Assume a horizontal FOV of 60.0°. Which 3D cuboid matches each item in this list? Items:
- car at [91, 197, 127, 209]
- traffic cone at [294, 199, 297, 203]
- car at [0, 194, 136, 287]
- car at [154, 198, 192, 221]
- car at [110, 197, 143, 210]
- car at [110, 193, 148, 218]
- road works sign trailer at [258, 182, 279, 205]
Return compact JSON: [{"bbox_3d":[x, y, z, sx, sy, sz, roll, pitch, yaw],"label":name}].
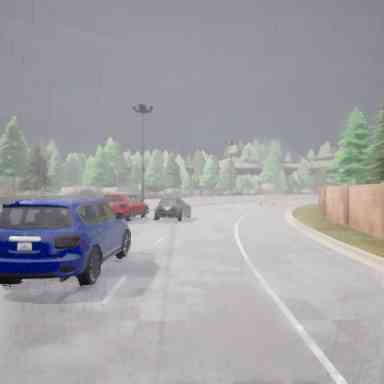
[{"bbox_3d":[-10.946,1.371,44.227,2.033,1.411,5.357,0,0,20],"label":"car"},{"bbox_3d":[19.652,1.704,63.110,0.340,0.580,0.340,0,0,34],"label":"traffic cone"},{"bbox_3d":[-3.307,1.184,9.412,2.150,2.045,5.566,0,0,2],"label":"car"},{"bbox_3d":[-1.386,1.248,26.044,2.097,1.767,4.553,0,0,11],"label":"car"},{"bbox_3d":[-8.111,1.359,41.686,1.812,1.442,4.674,0,0,20],"label":"car"},{"bbox_3d":[-5.104,1.119,25.502,2.150,2.045,5.566,0,0,10],"label":"car"},{"bbox_3d":[12.043,0.255,52.551,2.380,3.560,2.880,0,0,34],"label":"road works sign trailer"}]
